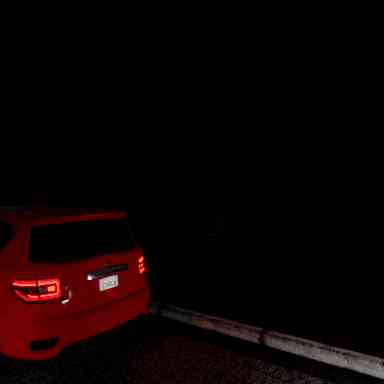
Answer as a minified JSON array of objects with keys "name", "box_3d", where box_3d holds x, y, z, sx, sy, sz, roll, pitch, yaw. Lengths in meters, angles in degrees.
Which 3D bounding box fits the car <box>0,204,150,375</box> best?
[{"name":"car","box_3d":[-3.237,1.229,5.686,5.566,2.045,2.150,0,0,35]}]
